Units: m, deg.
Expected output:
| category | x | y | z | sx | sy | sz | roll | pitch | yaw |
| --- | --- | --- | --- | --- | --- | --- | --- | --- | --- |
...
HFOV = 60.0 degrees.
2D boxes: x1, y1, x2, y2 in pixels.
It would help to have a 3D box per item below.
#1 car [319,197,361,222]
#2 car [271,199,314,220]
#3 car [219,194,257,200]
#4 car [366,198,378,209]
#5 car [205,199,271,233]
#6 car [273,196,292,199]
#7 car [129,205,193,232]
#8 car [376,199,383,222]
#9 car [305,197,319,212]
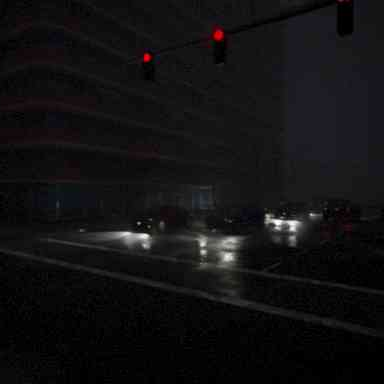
| category | x | y | z | sx | sy | sz | roll | pitch | yaw |
| --- | --- | --- | --- | --- | --- | --- | --- | --- | --- |
| car | 11.886 | 1.320 | 26.277 | 2.097 | 1.767 | 4.553 | 0 | 0 | 35 |
| car | 8.337 | 1.510 | 27.678 | 1.994 | 1.385 | 4.181 | 0 | 0 | 34 |
| car | 3.603 | 1.148 | 27.018 | 2.150 | 2.045 | 5.566 | 0 | 0 | 35 |
| car | 24.035 | 1.531 | 43.508 | 1.994 | 1.385 | 4.181 | 0 | 0 | 35 |
| car | 2.634 | 1.425 | 19.576 | 1.882 | 1.535 | 5.008 | 0 | 0 | 35 |
| car | 9.408 | 1.278 | 35.257 | 2.097 | 1.767 | 4.553 | 0 | 0 | 35 |
| car | -1.714 | 1.491 | 19.485 | 1.994 | 1.385 | 4.181 | 0 | 0 | 35 |
| car | 15.773 | 1.493 | 25.712 | 1.837 | 1.490 | 4.892 | 0 | 0 | 35 |
| car | 14.250 | 1.298 | 36.017 | 2.097 | 1.767 | 4.553 | 0 | 0 | 36 |
